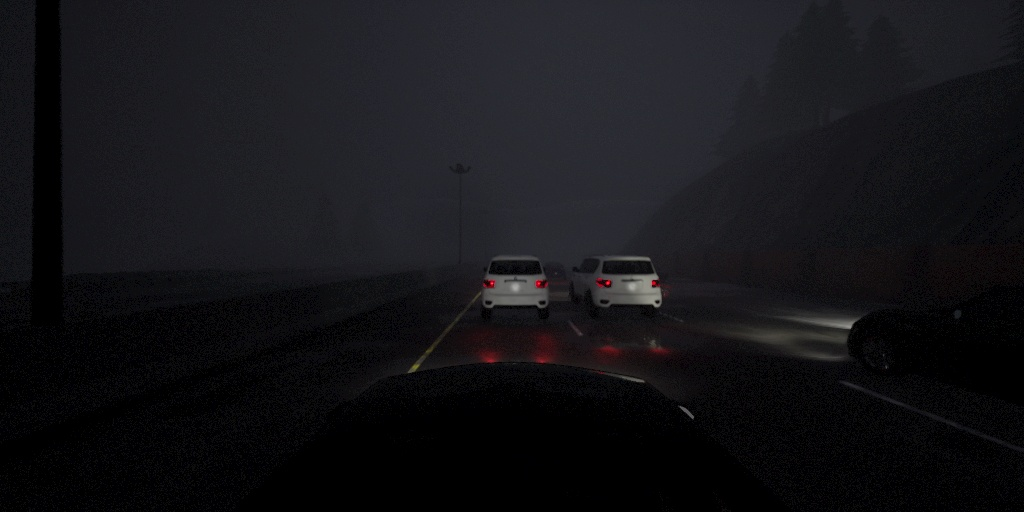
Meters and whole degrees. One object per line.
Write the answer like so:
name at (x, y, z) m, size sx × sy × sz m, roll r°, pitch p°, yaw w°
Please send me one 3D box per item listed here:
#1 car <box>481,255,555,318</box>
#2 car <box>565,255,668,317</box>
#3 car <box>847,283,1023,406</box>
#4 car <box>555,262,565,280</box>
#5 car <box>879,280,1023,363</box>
car at (0.103, 0.987, 13.221) m, size 2.150 × 2.045 × 5.566 m, roll 0°, pitch 0°, yaw 0°
car at (3.603, 0.988, 13.439) m, size 2.150 × 2.045 × 5.566 m, roll 0°, pitch 0°, yaw 0°
car at (7.100, 1.106, 4.560) m, size 2.097 × 1.767 × 4.553 m, roll 0°, pitch 0°, yaw 0°
car at (3.607, 1.268, 31.870) m, size 1.882 × 1.535 × 5.008 m, roll 0°, pitch 0°, yaw 0°
car at (10.602, 1.322, 7.300) m, size 1.994 × 1.385 × 4.181 m, roll 0°, pitch 0°, yaw 0°
